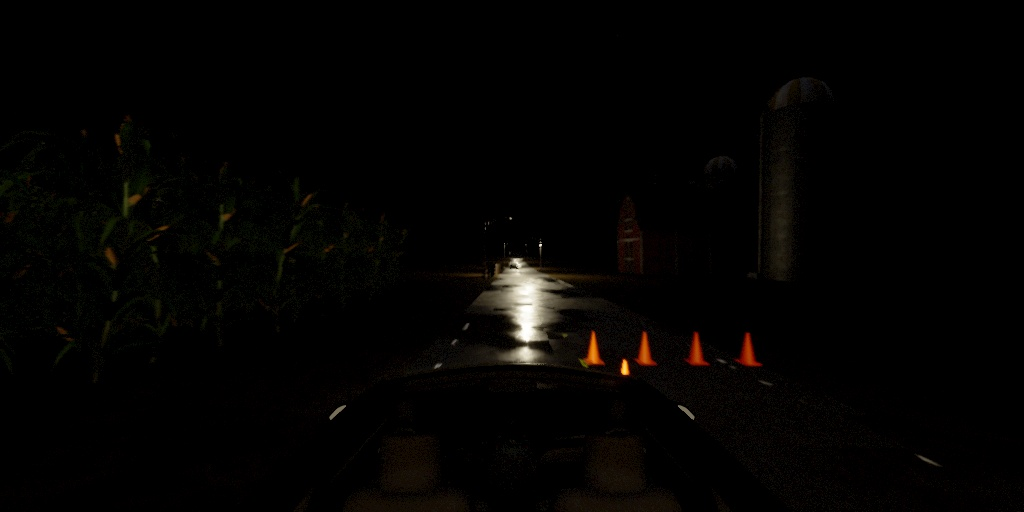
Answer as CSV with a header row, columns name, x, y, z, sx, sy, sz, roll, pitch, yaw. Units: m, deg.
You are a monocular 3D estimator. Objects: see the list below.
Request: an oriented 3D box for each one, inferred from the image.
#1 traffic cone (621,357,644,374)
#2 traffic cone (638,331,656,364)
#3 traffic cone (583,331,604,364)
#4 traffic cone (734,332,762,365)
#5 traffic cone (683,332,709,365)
name,x,y,z,sx,sy,sz,roll,pitch,yaw
traffic cone,1.580,1.747,5.012,0.340,0.580,0.340,0,0,0
traffic cone,2.591,1.772,7.006,0.340,0.580,0.340,0,0,0
traffic cone,1.591,1.766,7.011,0.340,0.580,0.340,0,0,0
traffic cone,4.590,1.785,6.994,0.340,0.580,0.340,0,0,0
traffic cone,3.590,1.779,7.000,0.340,0.580,0.340,0,0,0
